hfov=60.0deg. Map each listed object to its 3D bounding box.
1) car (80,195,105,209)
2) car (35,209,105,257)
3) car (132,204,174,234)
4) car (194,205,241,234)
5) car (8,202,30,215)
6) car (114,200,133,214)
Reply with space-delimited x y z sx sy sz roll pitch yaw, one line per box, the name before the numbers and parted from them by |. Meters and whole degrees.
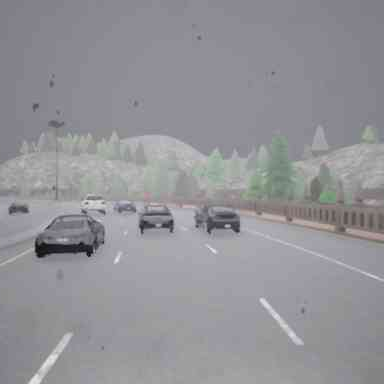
car | -10.589 1.286 35.492 2.150 2.045 5.566 0 0 -21
car | -4.604 1.576 13.071 1.994 1.385 4.181 0 0 -8
car | -2.219 1.503 19.594 2.128 1.511 4.902 0 0 -11
car | 1.366 1.506 19.512 1.837 1.490 4.892 0 0 -11
car | -18.403 1.702 35.559 1.895 1.301 4.718 0 0 -24
car | -7.490 1.580 36.958 1.812 1.442 4.674 0 0 -22
